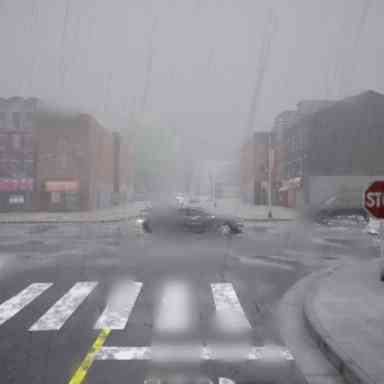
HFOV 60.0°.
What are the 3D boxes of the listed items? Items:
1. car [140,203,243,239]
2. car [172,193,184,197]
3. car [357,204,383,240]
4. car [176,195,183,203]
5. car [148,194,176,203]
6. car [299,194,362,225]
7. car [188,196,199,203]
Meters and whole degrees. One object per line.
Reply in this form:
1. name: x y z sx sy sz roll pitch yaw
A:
1. car: 0.030 1.445 16.264 4.892 1.490 1.837 -1 -1 -1
2. car: -2.572 1.191 54.683 2.150 2.045 5.566 0 0 0
3. car: 9.413 1.281 13.108 4.674 1.442 1.812 -1 -1 -1
4. car: -2.582 1.473 42.278 2.128 1.511 4.902 0 0 0
5. car: -3.153 1.342 30.480 2.097 1.767 4.553 0 0 8
6. car: 10.382 1.183 23.074 5.566 2.045 2.150 -1 -1 -1
7. car: 0.368 1.514 63.891 2.033 1.411 5.357 0 0 -3
